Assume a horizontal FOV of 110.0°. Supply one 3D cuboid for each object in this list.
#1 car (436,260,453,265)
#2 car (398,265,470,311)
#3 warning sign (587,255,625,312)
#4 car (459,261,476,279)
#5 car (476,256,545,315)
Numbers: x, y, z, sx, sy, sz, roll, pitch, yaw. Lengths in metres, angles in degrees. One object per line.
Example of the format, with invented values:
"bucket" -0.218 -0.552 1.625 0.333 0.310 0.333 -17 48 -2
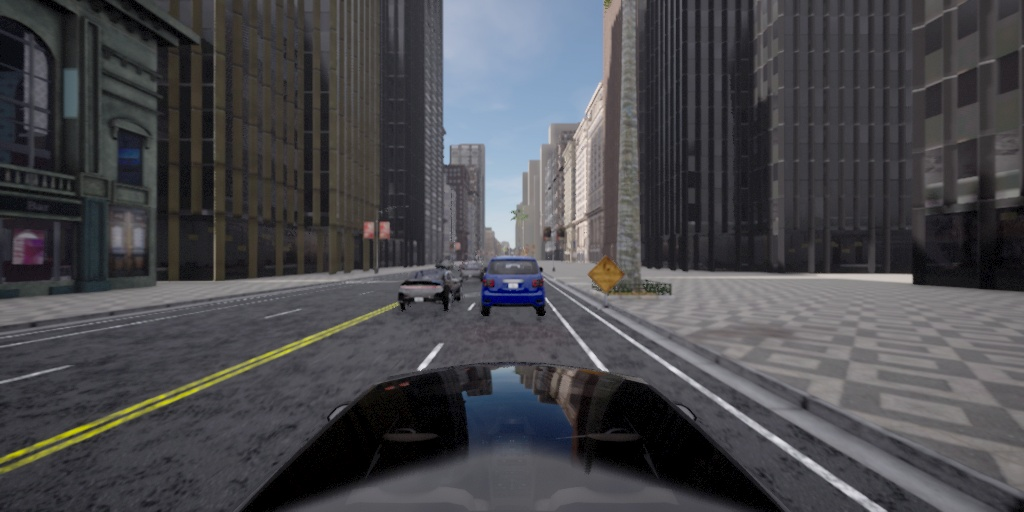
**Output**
"car" -9.852 1.319 52.367 2.097 1.767 4.553 0 0 0
"car" -3.191 1.295 14.763 2.128 1.511 4.902 0 0 0
"warning sign" 3.219 0.909 12.296 1.300 1.860 1.060 0 0 0
"car" -3.197 1.359 30.033 2.128 1.511 4.902 0 0 0
"car" 0.056 1.023 13.896 2.150 2.045 5.566 0 0 0
